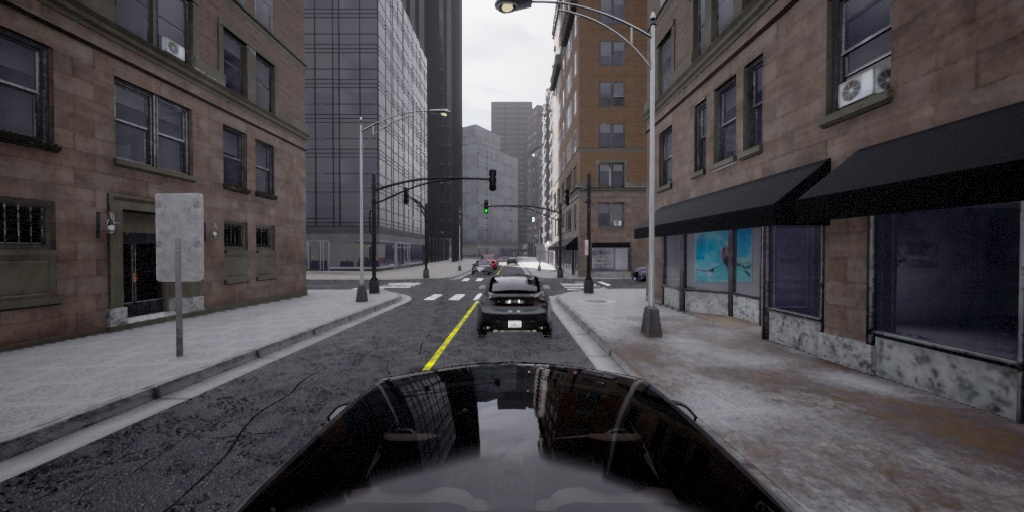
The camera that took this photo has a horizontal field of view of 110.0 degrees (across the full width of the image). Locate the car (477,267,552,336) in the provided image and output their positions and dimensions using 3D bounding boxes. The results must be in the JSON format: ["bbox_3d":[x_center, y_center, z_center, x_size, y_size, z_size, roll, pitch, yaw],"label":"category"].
[{"bbox_3d":[0.071,1.253,10.376,1.837,1.490,4.892,0,0,0],"label":"car"}]

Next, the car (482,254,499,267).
[{"bbox_3d":[-3.153,0.809,48.245,2.150,2.045,5.566,0,1,0],"label":"car"}]

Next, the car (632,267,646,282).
[{"bbox_3d":[10.824,1.012,25.118,4.553,1.767,2.097,0,1,-1],"label":"car"}]

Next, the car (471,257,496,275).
[{"bbox_3d":[-3.135,1.163,37.941,2.128,1.511,4.902,0,0,0],"label":"car"}]
